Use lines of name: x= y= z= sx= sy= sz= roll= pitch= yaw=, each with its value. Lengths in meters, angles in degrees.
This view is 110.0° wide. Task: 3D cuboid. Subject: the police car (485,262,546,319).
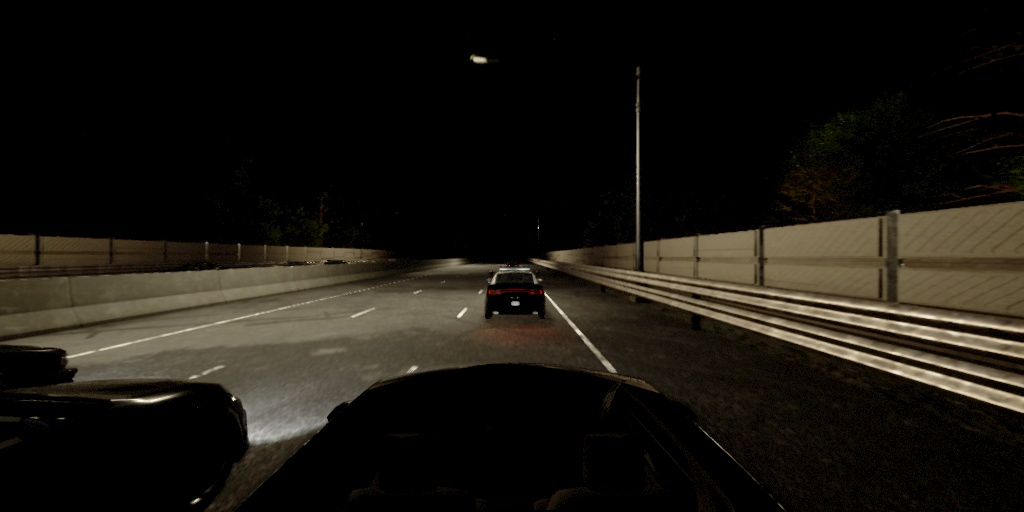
police car: x=0.102 y=1.177 z=13.023 sx=1.930 sy=1.638 sz=5.238 roll=0 pitch=0 yaw=0

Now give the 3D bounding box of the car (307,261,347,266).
car: x=-17.586 y=1.262 z=35.242 sx=1.837 sy=1.490 sz=4.892 roll=0 pitch=0 yaw=0

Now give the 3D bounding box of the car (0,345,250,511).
car: x=-3.400 y=1.314 z=1.558 sx=1.994 sy=1.385 sz=4.181 roll=0 pitch=0 yaw=0

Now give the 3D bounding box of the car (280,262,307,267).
car: x=-21.088 y=1.304 z=34.775 sx=2.033 sy=1.411 sz=5.357 roll=0 pitch=0 yaw=0

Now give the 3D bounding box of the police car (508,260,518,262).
police car: x=0.107 y=1.263 z=43.992 sx=2.038 sy=1.542 sz=4.974 roll=0 pitch=0 yaw=0

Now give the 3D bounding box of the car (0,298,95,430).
car: x=-6.900 y=1.298 z=2.385 sx=2.033 sy=1.411 sz=5.357 roll=0 pitch=0 yaw=0

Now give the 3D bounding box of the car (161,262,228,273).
car: x=-24.590 y=1.262 z=27.946 sx=1.837 sy=1.490 sz=4.892 roll=0 pitch=0 yaw=0
